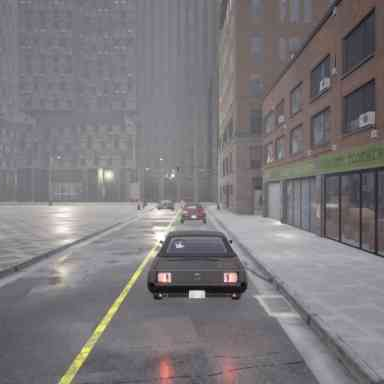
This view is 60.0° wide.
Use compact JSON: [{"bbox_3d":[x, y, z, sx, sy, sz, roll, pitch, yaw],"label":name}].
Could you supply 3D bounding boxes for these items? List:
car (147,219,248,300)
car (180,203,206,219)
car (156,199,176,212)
[{"bbox_3d":[0.098,1.601,8.350,1.895,1.301,4.718,0,0,0],"label":"car"},{"bbox_3d":[0.098,1.525,24.992,1.812,1.442,4.674,0,0,0],"label":"car"},{"bbox_3d":[-3.053,1.523,39.669,1.812,1.442,4.674,0,0,1],"label":"car"}]
